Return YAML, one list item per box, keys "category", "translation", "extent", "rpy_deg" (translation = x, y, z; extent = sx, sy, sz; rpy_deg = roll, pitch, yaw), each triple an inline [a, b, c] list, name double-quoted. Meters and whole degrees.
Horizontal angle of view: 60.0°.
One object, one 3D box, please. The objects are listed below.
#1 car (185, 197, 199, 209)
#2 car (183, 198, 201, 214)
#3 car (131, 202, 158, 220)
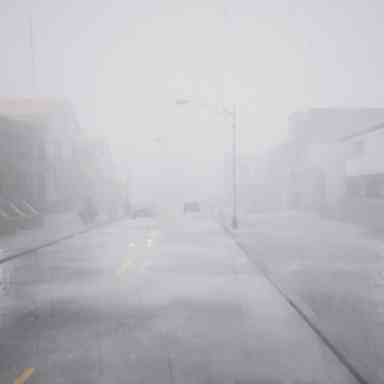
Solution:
- category: "car"
  translation: [0.005, 1.621, 49.260]
  extent: [1.882, 1.535, 5.008]
  rpy_deg: [0, 0, 0]
- category: "car"
  translation: [-0.006, 1.588, 37.805]
  extent: [1.882, 1.535, 5.008]
  rpy_deg: [0, 0, 0]
- category: "car"
  translation: [-4.091, 1.611, 29.231]
  extent: [1.812, 1.442, 4.674]
  rpy_deg: [0, 0, 0]
